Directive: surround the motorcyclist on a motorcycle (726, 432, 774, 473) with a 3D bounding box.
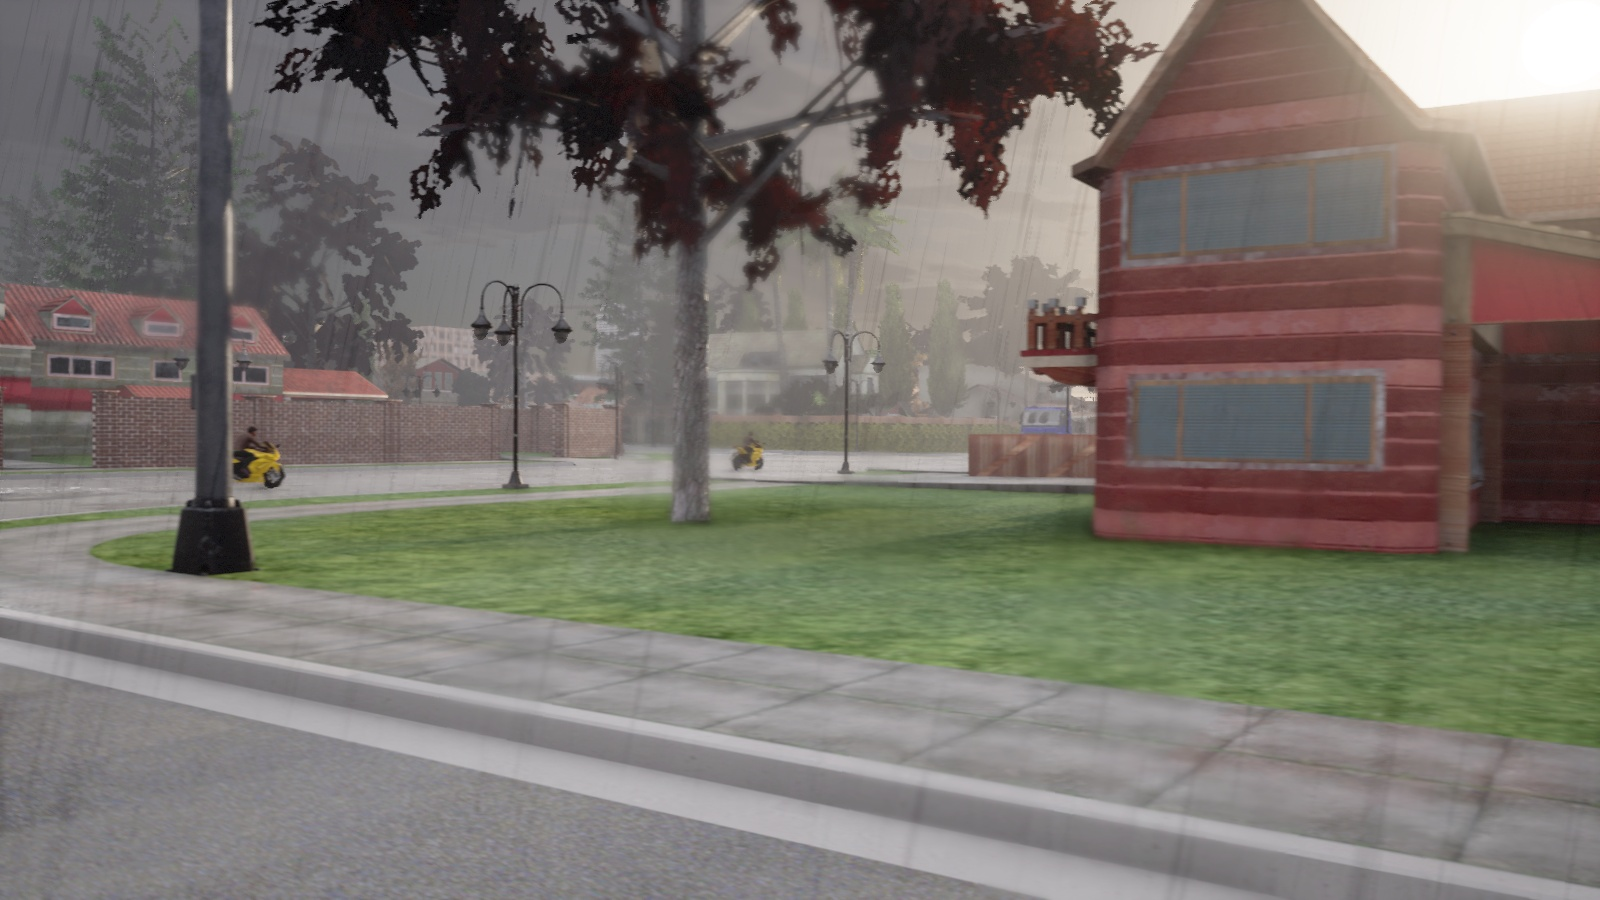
[{"bbox_3d":[-1.882,0.082,47.556,0.797,1.523,2.044,0,1,32],"label":"motorcyclist on a motorcycle"}]

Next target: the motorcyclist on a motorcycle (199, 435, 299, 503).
[{"bbox_3d":[-13.026,0.425,29.758,0.797,1.523,2.044,0,1,32],"label":"motorcyclist on a motorcycle"}]

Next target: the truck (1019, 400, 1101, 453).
[{"bbox_3d":[17.783,-1.579,85.560,2.891,3.462,7.936,0,1,32],"label":"truck"}]
